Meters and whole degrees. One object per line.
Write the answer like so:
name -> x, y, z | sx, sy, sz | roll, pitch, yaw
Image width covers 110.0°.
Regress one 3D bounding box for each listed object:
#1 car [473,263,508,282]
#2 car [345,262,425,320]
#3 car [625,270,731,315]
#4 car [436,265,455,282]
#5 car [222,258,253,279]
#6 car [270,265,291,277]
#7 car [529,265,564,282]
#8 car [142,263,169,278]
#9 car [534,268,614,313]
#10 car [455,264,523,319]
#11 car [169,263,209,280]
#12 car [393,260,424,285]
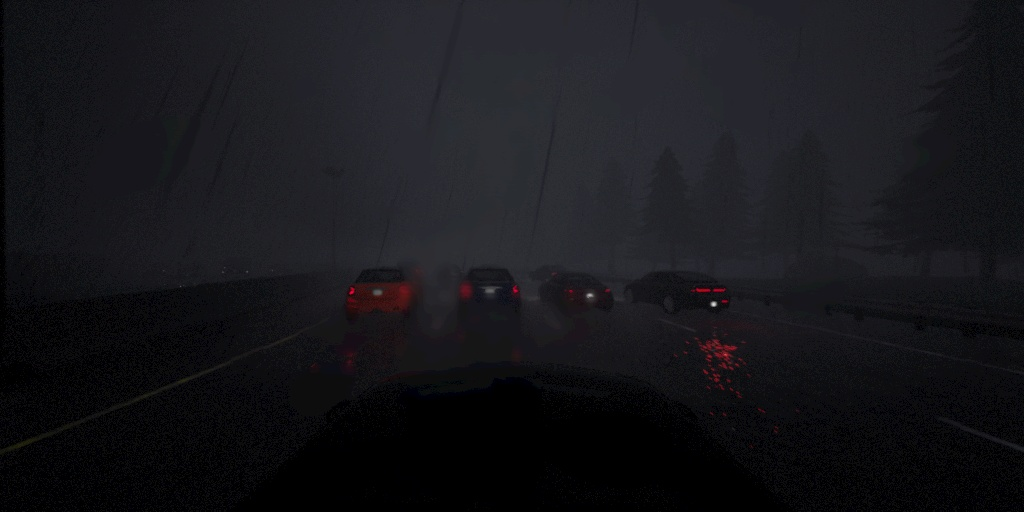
car -> -1.979, 1.399, 31.683 | 1.812, 1.442, 4.674 | 0, 0, -20
car -> -4.448, 1.159, 13.194 | 2.097, 1.767, 4.553 | 0, 0, -8
car -> 6.060, 1.285, 13.770 | 1.837, 1.490, 4.892 | 0, 0, -8
car -> -5.266, 1.441, 30.459 | 1.994, 1.385, 4.181 | 0, 0, -20
car -> -27.460, 1.187, 36.066 | 2.150, 2.045, 5.566 | 0, -1, -33
car -> -24.992, 1.566, 38.712 | 1.895, 1.301, 4.718 | 0, 0, -33
car -> 2.983, 1.393, 28.088 | 2.033, 1.411, 5.357 | 0, 0, -17
car -> -36.815, 1.471, 37.322 | 1.882, 1.535, 5.008 | 0, 0, -38
car -> 2.434, 1.357, 14.400 | 1.994, 1.385, 4.181 | 0, 0, -9
car -> -0.955, 1.149, 13.376 | 2.097, 1.767, 4.553 | 0, 0, -8
car -> -30.556, 1.456, 34.377 | 2.128, 1.511, 4.902 | 0, 0, -33
car -> -8.351, 1.230, 28.742 | 2.097, 1.767, 4.553 | 0, 0, -20
